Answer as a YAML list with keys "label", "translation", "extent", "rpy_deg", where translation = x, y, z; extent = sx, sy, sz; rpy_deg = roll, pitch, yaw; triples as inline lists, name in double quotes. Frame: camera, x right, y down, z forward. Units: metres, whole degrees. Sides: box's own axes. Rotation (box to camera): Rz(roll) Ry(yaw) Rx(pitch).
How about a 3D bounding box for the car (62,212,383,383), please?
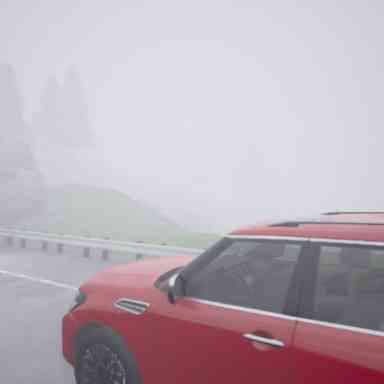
- label: "car"
  translation: [1.172, 1.217, 3.068]
  extent: [5.566, 2.045, 2.150]
  rpy_deg: [0, 0, 35]
